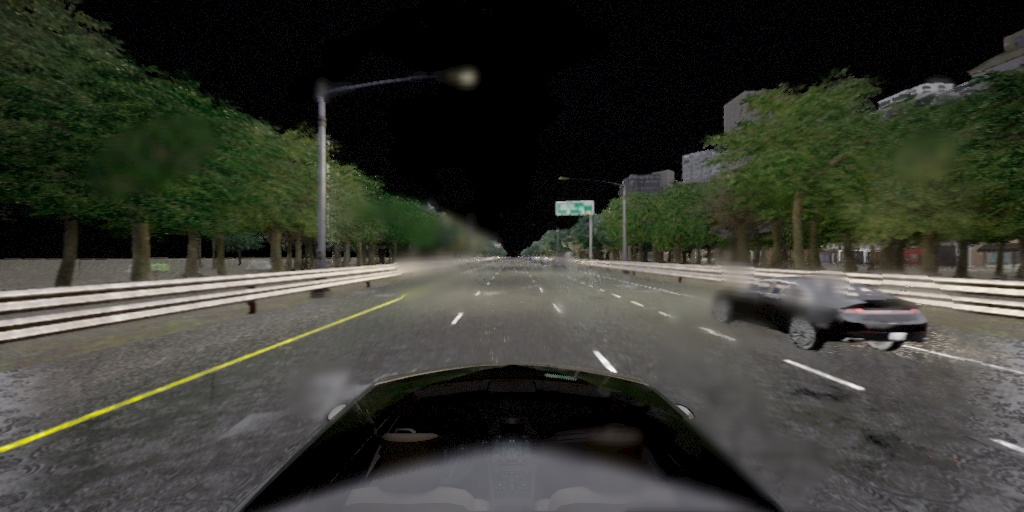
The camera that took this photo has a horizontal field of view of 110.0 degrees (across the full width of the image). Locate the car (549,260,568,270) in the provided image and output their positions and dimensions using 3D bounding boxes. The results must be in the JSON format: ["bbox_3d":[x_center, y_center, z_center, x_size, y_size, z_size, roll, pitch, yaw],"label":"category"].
[{"bbox_3d":[7.136,1.266,53.859,1.812,1.442,4.674,0,0,0],"label":"car"}]

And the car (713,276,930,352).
[{"bbox_3d":[7.003,1.246,8.935,2.128,1.511,4.902,0,0,0],"label":"car"}]
